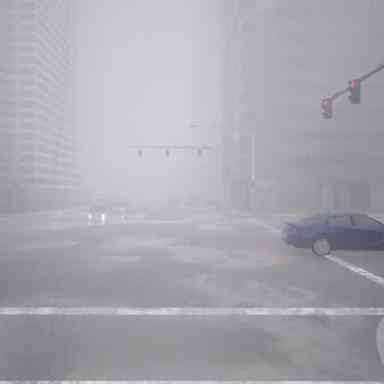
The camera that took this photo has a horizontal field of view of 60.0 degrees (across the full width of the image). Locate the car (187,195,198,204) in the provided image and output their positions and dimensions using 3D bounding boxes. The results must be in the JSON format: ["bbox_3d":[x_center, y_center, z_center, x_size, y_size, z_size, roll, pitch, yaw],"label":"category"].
[{"bbox_3d":[0.050,1.352,63.498,2.097,1.767,4.553,0,0,0],"label":"car"}]

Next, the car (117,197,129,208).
[{"bbox_3d":[-10.630,1.526,49.627,1.812,1.442,4.674,0,0,0],"label":"car"}]

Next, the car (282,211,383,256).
[{"bbox_3d":[5.960,1.478,12.486,5.008,1.535,1.882,0,0,0],"label":"car"}]

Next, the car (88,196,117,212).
[{"bbox_3d":[-10.632,1.505,39.367,1.837,1.490,4.892,0,0,0],"label":"car"}]

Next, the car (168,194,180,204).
[{"bbox_3d":[-3.454,1.352,63.494,2.097,1.767,4.553,0,0,0],"label":"car"}]
